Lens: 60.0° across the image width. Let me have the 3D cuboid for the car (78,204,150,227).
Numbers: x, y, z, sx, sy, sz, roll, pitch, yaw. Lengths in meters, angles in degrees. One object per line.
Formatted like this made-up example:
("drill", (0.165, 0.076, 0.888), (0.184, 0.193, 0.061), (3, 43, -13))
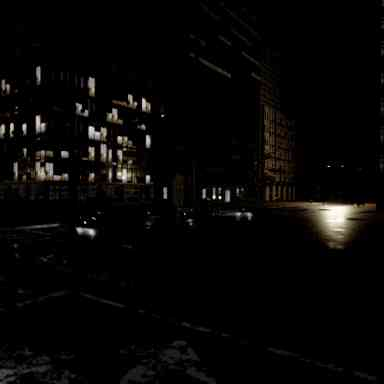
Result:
("car", (-5.347, 1.603, 23.705), (2.033, 1.411, 5.357), (1, 0, 37))

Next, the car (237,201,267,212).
("car", (7.386, 1.753, 40.738), (1.895, 1.301, 4.718), (1, 0, 37))

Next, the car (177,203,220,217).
("car", (0.698, 1.703, 31.808), (1.895, 1.301, 4.718), (1, 0, 37))
